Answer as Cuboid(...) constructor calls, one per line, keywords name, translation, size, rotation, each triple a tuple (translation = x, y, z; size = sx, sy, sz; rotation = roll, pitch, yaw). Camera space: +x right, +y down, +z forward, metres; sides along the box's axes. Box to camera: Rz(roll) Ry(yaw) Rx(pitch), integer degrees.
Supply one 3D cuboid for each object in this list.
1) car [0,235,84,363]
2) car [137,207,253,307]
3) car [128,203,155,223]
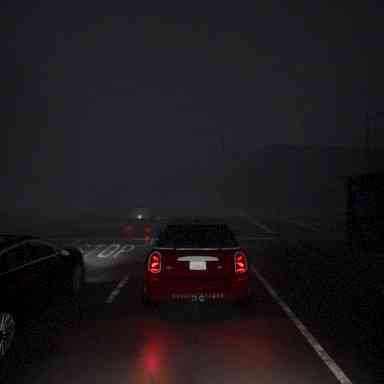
Cuboid(name="car", translation=(-3.385, 1.491, 5.742), size=(2.128, 1.511, 4.902), rotation=(0, 0, 0))
Cuboid(name="car", translation=(0.103, 1.352, 8.148), size=(2.097, 1.767, 4.553), rotation=(0, 0, 0))
Cuboid(name="car", translation=(-3.834, 1.553, 26.028), size=(1.812, 1.442, 4.674), rotation=(0, 0, -3))
